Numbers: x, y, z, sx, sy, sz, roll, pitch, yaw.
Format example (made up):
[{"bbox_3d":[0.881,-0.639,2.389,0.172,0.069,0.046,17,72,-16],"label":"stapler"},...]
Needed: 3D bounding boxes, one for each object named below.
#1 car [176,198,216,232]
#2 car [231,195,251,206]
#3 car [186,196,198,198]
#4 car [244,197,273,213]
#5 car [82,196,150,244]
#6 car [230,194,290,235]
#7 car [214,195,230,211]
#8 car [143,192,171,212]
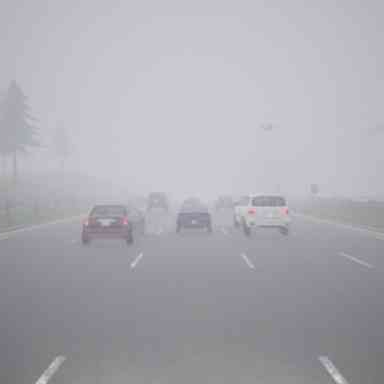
[{"bbox_3d":[0.100,1.345,18.918,1.882,1.535,5.008,0,0,0],"label":"car"},{"bbox_3d":[7.031,1.212,48.245,2.033,1.411,5.357,0,0,1],"label":"car"},{"bbox_3d":[0.032,1.214,37.786,1.882,1.535,5.008,0,1,1],"label":"car"},{"bbox_3d":[7.009,1.300,35.495,2.033,1.411,5.357,0,0,0],"label":"car"},{"bbox_3d":[-3.403,1.246,15.318,2.097,1.767,4.553,0,1,0],"label":"car"},{"bbox_3d":[3.601,1.094,17.921,2.150,2.045,5.566,0,0,0],"label":"car"},{"bbox_3d":[3.520,1.094,36.814,2.097,1.767,4.553,0,0,0],"label":"car"},{"bbox_3d":[-3.491,0.977,35.431,2.150,2.045,5.566,0,1,0],"label":"car"}]
